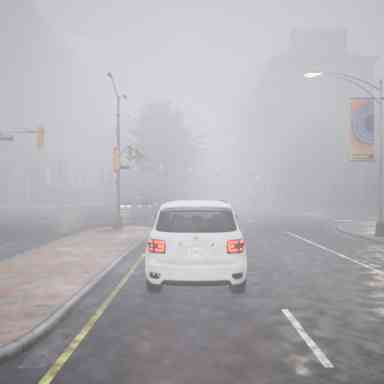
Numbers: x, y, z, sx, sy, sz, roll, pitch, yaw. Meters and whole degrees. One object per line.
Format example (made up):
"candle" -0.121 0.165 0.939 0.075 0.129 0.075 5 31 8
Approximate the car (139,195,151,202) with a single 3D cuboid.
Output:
"car" -11.224 1.524 80.034 2.128 1.511 4.902 0 0 0

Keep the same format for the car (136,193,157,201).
"car" -7.881 1.351 57.896 2.097 1.767 4.553 0 0 0

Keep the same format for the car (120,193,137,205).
"car" -11.363 1.490 59.677 2.128 1.511 4.902 0 0 1

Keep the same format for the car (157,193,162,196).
"car" -7.794 1.525 66.780 1.812 1.442 4.674 0 0 1

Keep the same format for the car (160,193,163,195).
"car" -7.736 1.224 76.397 2.150 2.045 5.566 0 0 0

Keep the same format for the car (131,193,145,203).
"car" -11.260 1.224 69.596 2.150 2.045 5.566 0 0 0

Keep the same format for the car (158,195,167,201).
"car" -7.702 1.551 86.212 1.994 1.385 4.181 0 0 0

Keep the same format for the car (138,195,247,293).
"car" 0.102 1.221 9.012 2.150 2.045 5.566 0 0 0

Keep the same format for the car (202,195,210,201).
"car" 3.811 1.538 89.859 2.033 1.411 5.357 0 0 0
